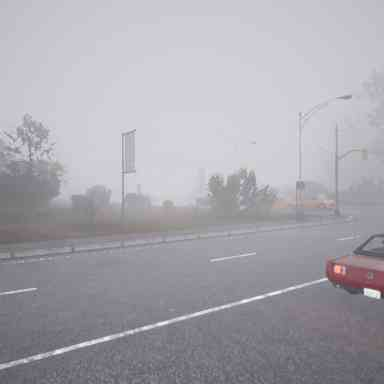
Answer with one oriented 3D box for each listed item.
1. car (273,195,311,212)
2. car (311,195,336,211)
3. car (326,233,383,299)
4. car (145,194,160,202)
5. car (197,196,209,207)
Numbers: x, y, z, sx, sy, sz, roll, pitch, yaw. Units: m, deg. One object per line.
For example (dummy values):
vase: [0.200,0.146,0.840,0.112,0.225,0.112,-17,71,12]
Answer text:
car: [9.948,1.276,36.466,1.882,1.535,5.008,-1,0,-39]
car: [13.785,1.121,37.284,2.097,1.767,4.553,-1,0,-39]
car: [5.133,1.569,7.433,4.718,1.301,1.895,0,0,-36]
car: [-8.232,1.135,64.738,2.097,1.767,4.553,-1,1,-39]
car: [2.703,1.282,45.450,1.882,1.535,5.008,-1,0,-39]
